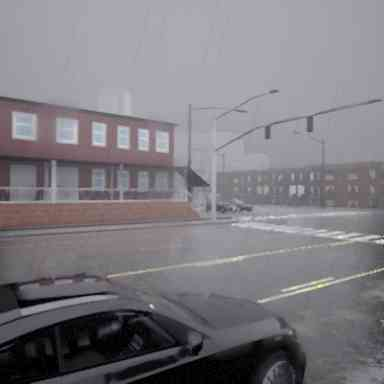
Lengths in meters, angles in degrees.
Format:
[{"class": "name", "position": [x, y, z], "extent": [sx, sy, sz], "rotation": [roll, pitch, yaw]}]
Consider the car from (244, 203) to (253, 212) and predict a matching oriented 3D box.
[{"class": "car", "position": [5.411, 1.712, 41.348], "extent": [1.837, 1.490, 4.892], "rotation": [1, 0, -36]}]

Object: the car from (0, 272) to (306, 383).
[{"class": "car", "position": [-0.942, 1.532, 3.079], "extent": [4.674, 1.442, 1.812], "rotation": [0, 0, -35]}]

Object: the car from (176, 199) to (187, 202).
[{"class": "car", "position": [-2.780, 1.658, 46.787], "extent": [1.882, 1.535, 5.008], "rotation": [1, 0, -36]}]

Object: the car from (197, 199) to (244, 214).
[{"class": "car", "position": [3.218, 1.673, 38.395], "extent": [2.128, 1.511, 4.902], "rotation": [1, 0, -36]}]
